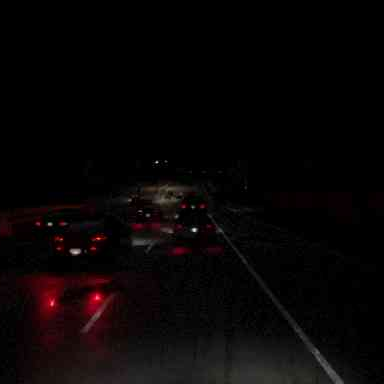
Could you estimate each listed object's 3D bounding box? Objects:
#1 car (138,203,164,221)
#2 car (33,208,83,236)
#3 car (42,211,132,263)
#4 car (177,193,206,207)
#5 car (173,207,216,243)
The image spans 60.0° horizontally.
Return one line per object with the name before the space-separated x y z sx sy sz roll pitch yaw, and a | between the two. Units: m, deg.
car | -3.412 1.649 28.104 1.812 1.442 4.674 0 0 0
car | -6.907 1.629 18.685 2.033 1.411 5.357 0 0 0
car | -3.406 1.579 12.037 1.812 1.442 4.674 0 0 0
car | 0.087 1.352 29.822 2.150 2.045 5.566 0 0 0
car | 0.095 1.636 16.503 1.994 1.385 4.181 0 0 0
